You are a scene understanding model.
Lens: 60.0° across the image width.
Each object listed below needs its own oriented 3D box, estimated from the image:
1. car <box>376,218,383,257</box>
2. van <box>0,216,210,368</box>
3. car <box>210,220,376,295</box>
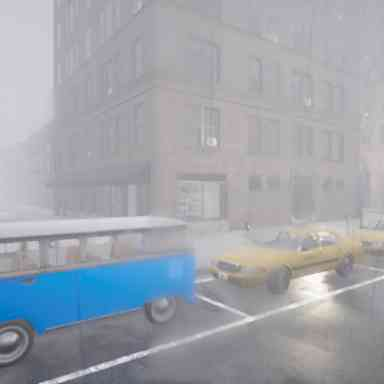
[{"bbox_3d":[7.241,1.500,11.965,4.829,1.417,1.752,0,0,-36],"label":"car"},{"bbox_3d":[-1.836,1.339,5.458,3.998,1.788,1.690,0,0,-36],"label":"van"},{"bbox_3d":[2.634,1.513,8.661,4.829,1.417,1.752,0,0,-36],"label":"car"}]
